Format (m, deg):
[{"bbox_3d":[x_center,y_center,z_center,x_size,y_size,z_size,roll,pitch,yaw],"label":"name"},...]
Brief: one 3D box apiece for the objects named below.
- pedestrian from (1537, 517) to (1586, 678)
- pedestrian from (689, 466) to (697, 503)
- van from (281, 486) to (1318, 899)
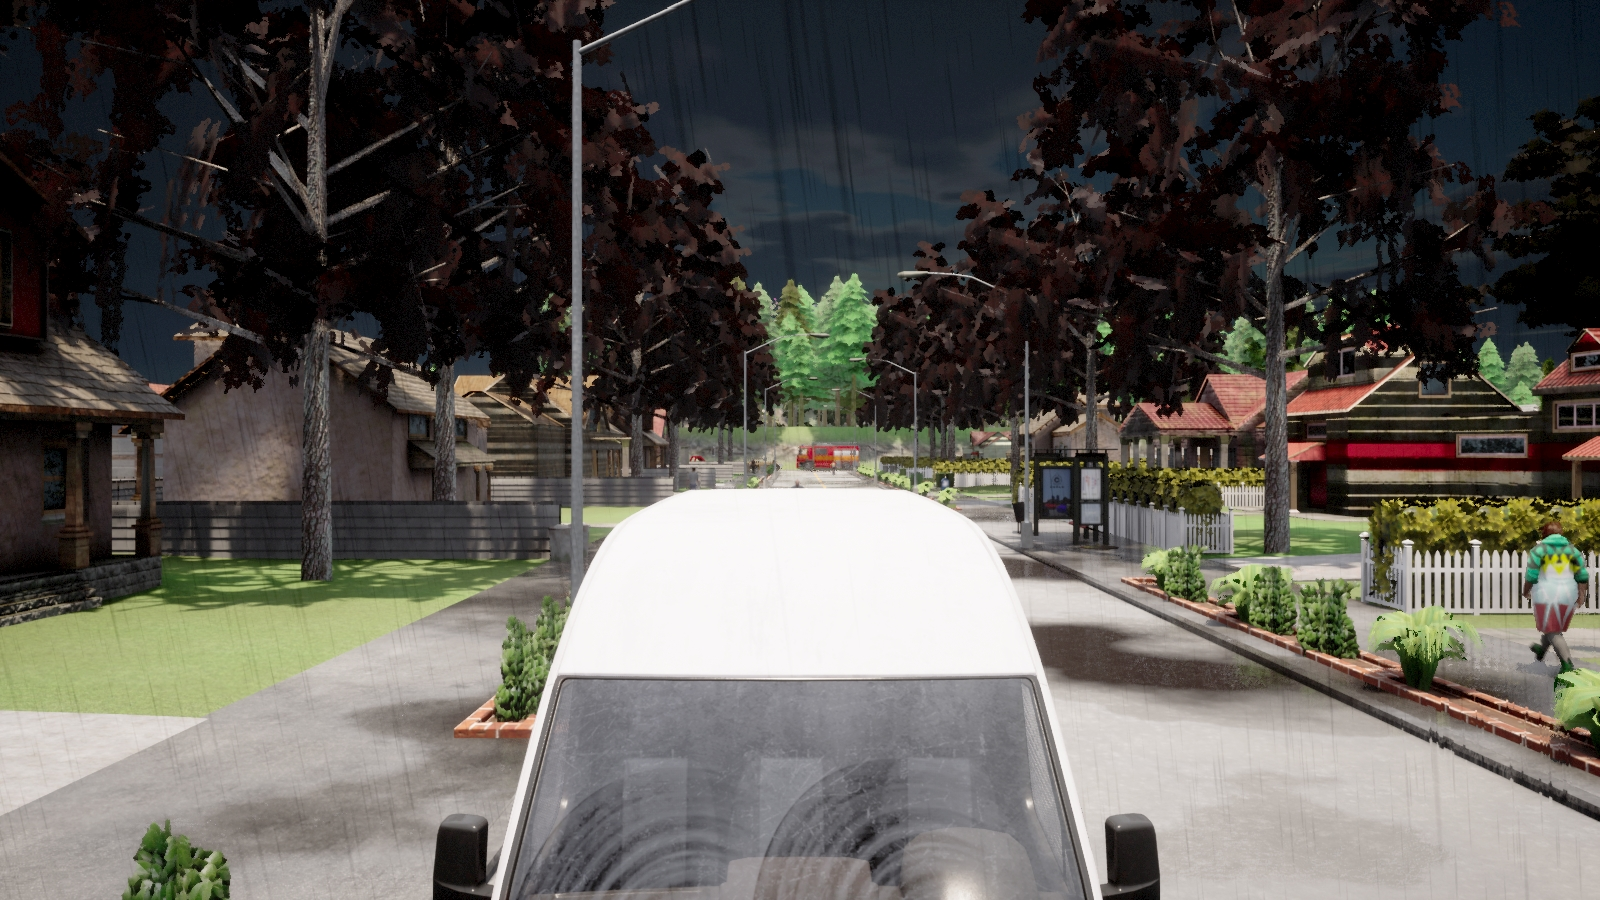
[{"bbox_3d":[9.059,1.744,13.599,0.375,1.860,0.375,0,0,11],"label":"pedestrian"},{"bbox_3d":[-5.357,1.743,57.302,0.375,1.860,0.375,0,0,3],"label":"pedestrian"},{"bbox_3d":[-0.006,1.534,5.149,1.988,2.561,5.915,0,0,0],"label":"van"}]
